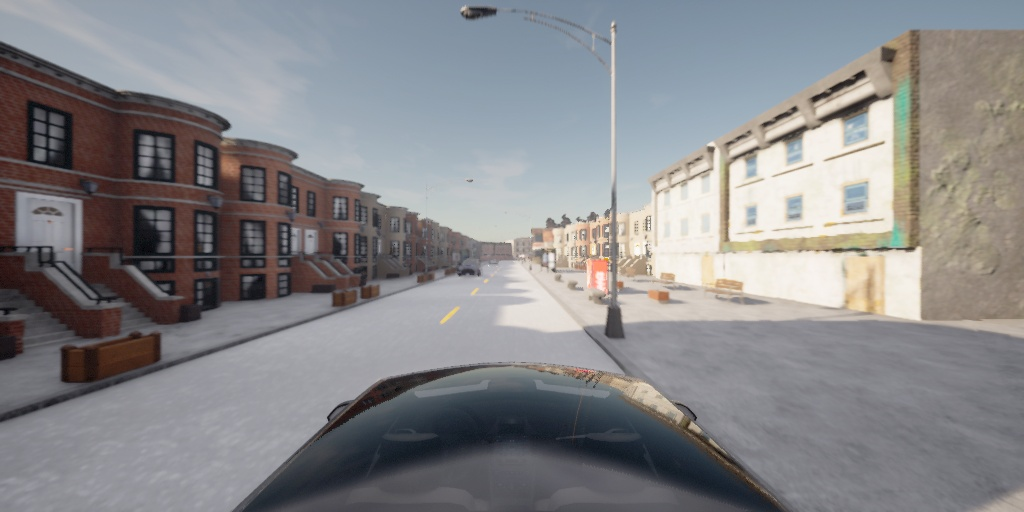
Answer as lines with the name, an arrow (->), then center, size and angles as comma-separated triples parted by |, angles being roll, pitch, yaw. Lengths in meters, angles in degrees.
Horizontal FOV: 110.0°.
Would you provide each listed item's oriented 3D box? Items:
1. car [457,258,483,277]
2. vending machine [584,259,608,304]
car -> -4.044, 1.105, 35.218 | 2.097, 1.767, 4.553 | 0, 0, 0
vending machine -> 4.303, 1.166, 18.057 | 1.100, 2.100, 0.880 | 0, 0, 0
